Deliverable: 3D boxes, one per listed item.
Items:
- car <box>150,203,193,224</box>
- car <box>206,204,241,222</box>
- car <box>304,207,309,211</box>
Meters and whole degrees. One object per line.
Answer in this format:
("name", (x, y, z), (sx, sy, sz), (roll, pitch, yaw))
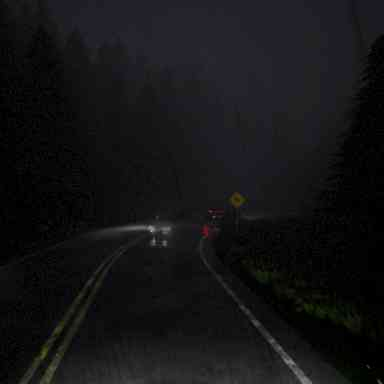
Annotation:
("car", (-1.527, 1.638, 26.677), (2.128, 1.511, 4.902), (1, 0, 24))
("car", (2.781, 1.748, 27.919), (2.128, 1.511, 4.902), (2, 0, 26))
("car", (15.899, 2.286, 40.950), (4.674, 1.442, 1.812), (3, 2, -29))
